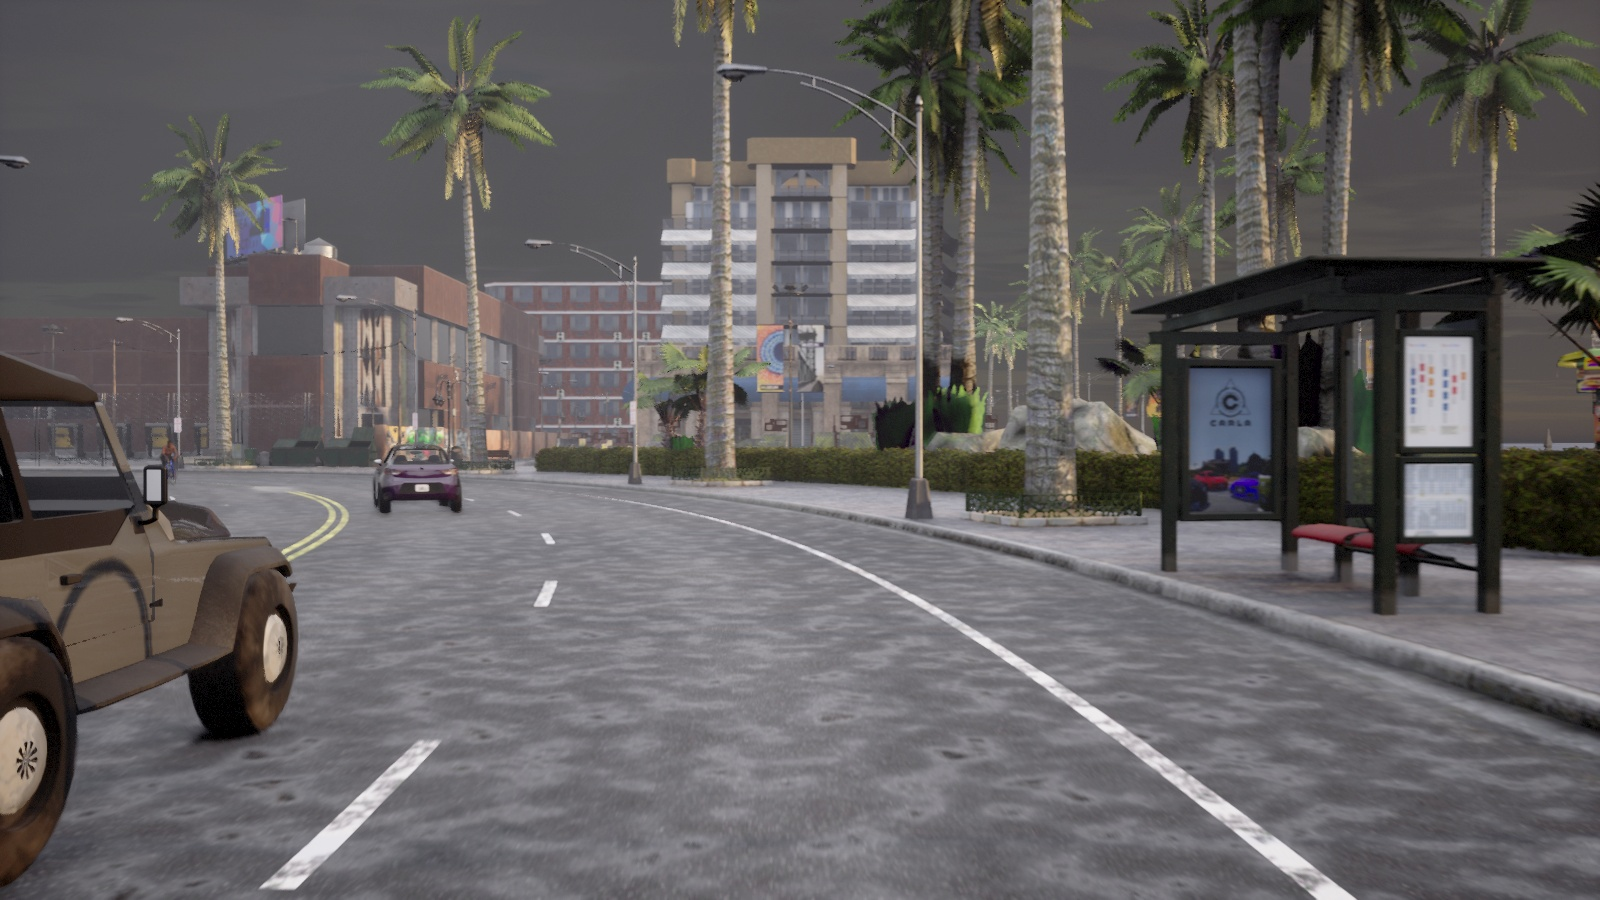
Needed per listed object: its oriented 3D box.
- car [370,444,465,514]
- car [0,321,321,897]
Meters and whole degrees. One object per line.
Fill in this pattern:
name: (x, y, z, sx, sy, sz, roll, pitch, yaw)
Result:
car: (-8.840, 0.593, 28.820, 1.816, 1.474, 4.193, 0, 0, -21)
car: (-3.613, 0.511, 5.217, 1.905, 1.878, 3.866, 0, 0, -3)
